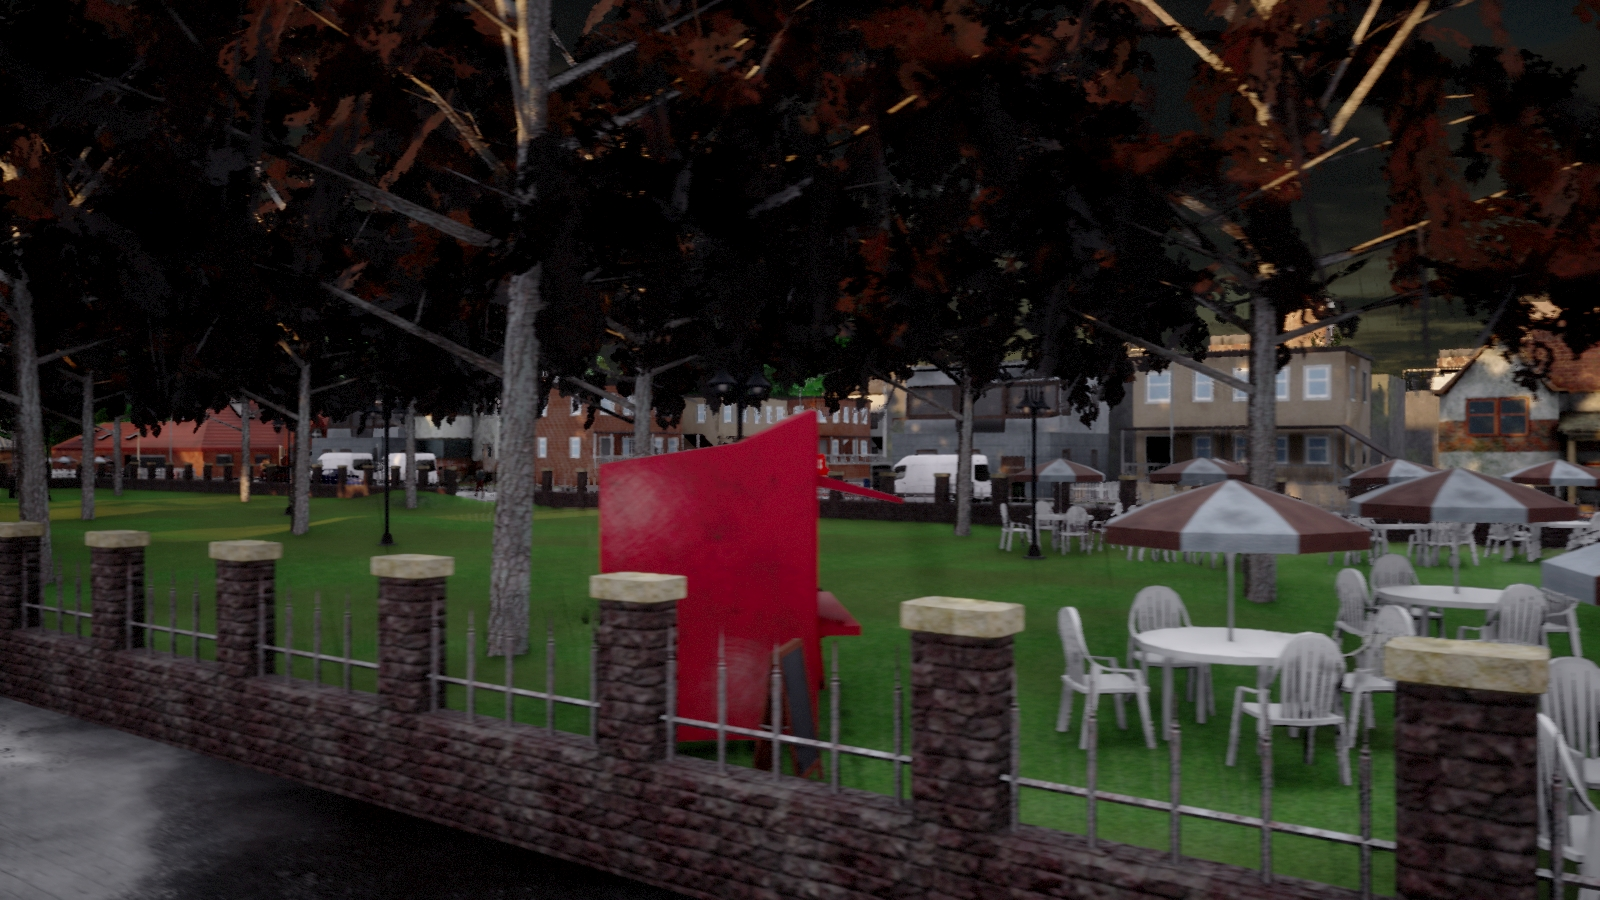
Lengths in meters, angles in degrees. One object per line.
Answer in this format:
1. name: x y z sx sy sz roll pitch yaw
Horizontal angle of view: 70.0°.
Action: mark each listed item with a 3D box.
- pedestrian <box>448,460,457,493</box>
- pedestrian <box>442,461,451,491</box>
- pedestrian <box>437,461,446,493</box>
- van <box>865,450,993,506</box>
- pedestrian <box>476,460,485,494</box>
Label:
1. pedestrian: -19.640 1.488 64.660 0.375 1.860 0.375 0 0 -39
2. pedestrian: -22.026 1.588 71.175 0.375 1.860 0.375 0 0 44
3. pedestrian: -21.286 1.590 67.776 0.375 1.860 0.375 0 0 44
4. van: 6.179 1.286 55.290 5.915 2.561 1.988 0 0 35
5. pedestrian: -17.741 1.489 63.374 0.375 1.860 0.375 0 0 -40
